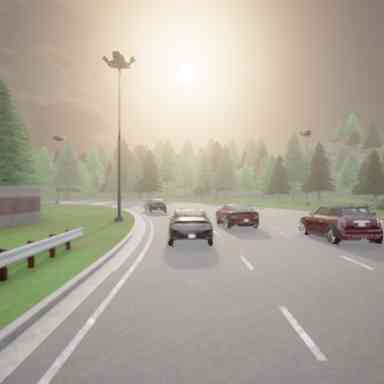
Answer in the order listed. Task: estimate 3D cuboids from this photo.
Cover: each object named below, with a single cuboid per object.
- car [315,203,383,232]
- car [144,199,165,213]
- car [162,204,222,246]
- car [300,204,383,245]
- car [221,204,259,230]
[{"bbox_3d":[9.845,1.524,21.187,1.812,1.442,4.674,0,0,-7],"label":"car"},{"bbox_3d":[-4.127,1.502,36.730,1.837,1.490,4.892,1,-1,-18],"label":"car"},{"bbox_3d":[-0.162,1.490,15.316,2.128,1.511,4.902,0,0,-4],"label":"car"},{"bbox_3d":[6.802,1.351,15.714,2.097,1.767,4.553,0,0,-4],"label":"car"},{"bbox_3d":[2.783,1.476,21.427,1.882,1.535,5.008,1,0,-7],"label":"car"}]
